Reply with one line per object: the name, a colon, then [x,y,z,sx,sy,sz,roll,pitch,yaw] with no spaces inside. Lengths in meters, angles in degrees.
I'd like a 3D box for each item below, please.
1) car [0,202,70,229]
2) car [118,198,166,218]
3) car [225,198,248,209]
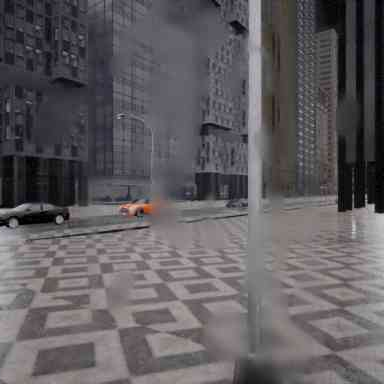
car: [-10.567,1.458,21.906,1.882,1.535,5.008,0,0,36]
car: [-4.491,1.318,30.216,2.097,1.767,4.553,0,0,36]
car: [6.194,1.508,44.767,1.994,1.385,4.181,0,0,37]
